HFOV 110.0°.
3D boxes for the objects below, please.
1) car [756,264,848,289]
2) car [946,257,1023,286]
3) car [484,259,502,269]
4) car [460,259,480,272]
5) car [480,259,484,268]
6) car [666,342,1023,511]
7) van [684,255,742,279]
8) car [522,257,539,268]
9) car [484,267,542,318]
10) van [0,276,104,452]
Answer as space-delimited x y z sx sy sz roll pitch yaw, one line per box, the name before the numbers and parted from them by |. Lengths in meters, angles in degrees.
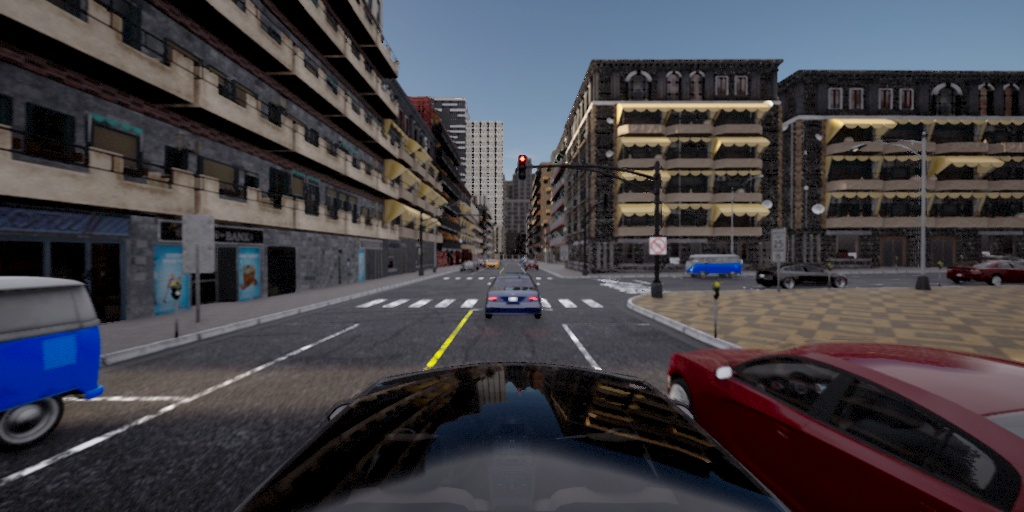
car | 15.805 1.087 19.711 4.313 1.339 1.948 0 0 -1
car | 26.940 0.890 19.848 4.507 1.381 1.888 0 0 -1
car | -2.975 1.276 55.515 1.882 1.535 5.008 0 0 0
car | -5.611 1.337 46.014 2.007 1.370 4.403 0 0 0
car | -5.601 1.359 51.541 1.948 1.339 4.313 0 0 0
car | 2.688 1.295 2.522 1.888 1.381 4.507 0 0 0
van | 15.702 0.798 28.091 3.998 1.789 1.690 0 0 -1
car | 2.779 1.232 51.521 1.967 1.591 4.097 0 0 0
car | 0.056 1.303 12.922 2.033 1.411 5.357 0 0 1
van | -5.692 1.092 2.539 1.690 1.789 3.998 0 0 0
